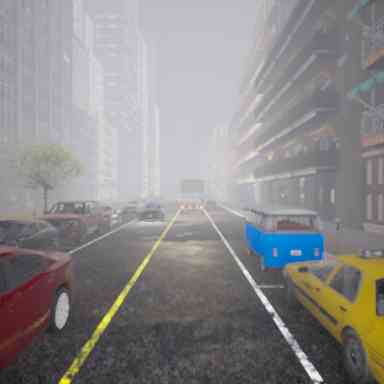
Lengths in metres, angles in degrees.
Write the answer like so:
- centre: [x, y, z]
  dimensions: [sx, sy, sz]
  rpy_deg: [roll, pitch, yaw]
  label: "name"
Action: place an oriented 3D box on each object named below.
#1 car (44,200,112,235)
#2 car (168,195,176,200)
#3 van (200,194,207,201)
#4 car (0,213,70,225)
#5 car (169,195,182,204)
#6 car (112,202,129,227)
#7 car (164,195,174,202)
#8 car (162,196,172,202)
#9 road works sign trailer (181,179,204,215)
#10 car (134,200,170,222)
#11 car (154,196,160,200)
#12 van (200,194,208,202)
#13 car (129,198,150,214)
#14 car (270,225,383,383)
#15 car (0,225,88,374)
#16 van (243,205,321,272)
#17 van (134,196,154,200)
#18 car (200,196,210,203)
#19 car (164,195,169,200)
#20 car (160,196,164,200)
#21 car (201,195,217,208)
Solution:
- centre: [-5.686, 1.315, 15.995]
  dimensions: [2.192, 1.841, 5.009]
  rpy_deg: [0, 0, 0]
  label: "car"
- centre: [-5.654, 1.641, 93.316]
  dimensions: [1.947, 1.339, 4.313]
  rpy_deg: [0, 0, 0]
  label: "car"
- centre: [2.713, 1.368, 60.175]
  dimensions: [1.690, 1.788, 3.998]
  rpy_deg: [0, 0, 0]
  label: "van"
- centre: [-5.688, 1.565, 10.474]
  dimensions: [1.947, 1.339, 4.313]
  rpy_deg: [0, 0, 0]
  label: "car"
- centre: [-2.979, 1.545, 66.862]
  dimensions: [1.812, 1.442, 4.674]
  rpy_deg: [0, 0, 0]
  label: "car"
- centre: [-5.684, 1.552, 21.519]
  dimensions: [2.008, 1.369, 4.403]
  rpy_deg: [0, 0, 0]
  label: "car"
- centre: [-5.659, 1.498, 82.271]
  dimensions: [1.967, 1.590, 4.097]
  rpy_deg: [0, 0, 0]
  label: "car"
- centre: [-5.661, 1.601, 76.747]
  dimensions: [2.008, 1.369, 4.403]
  rpy_deg: [0, 0, 0]
  label: "car"
- centre: [0.015, 0.471, 34.461]
  dimensions: [2.380, 3.560, 2.880]
  rpy_deg: [0, 0, 0]
  label: "road works sign trailer"
- centre: [-3.085, 1.567, 26.596]
  dimensions: [1.994, 1.385, 4.181]
  rpy_deg: [0, 0, 0]
  label: "car"
- centre: [-5.674, 1.556, 43.610]
  dimensions: [1.887, 1.381, 4.507]
  rpy_deg: [0, 0, 0]
  label: "car"
- centre: [2.720, 1.391, 76.743]
  dimensions: [1.690, 1.788, 3.998]
  rpy_deg: [0, 0, 0]
  label: "van"
- centre: [-5.679, 1.557, 32.565]
  dimensions: [2.008, 1.369, 4.403]
  rpy_deg: [0, 0, 0]
  label: "car"
- centre: [2.691, 1.524, 5.116]
  dimensions: [1.752, 1.417, 4.829]
  rpy_deg: [0, 0, 0]
  label: "car"
- centre: [-3.033, 1.477, 3.931]
  dimensions: [1.882, 1.535, 5.008]
  rpy_deg: [0, 0, 1]
  label: "car"
- centre: [2.692, 1.340, 10.470]
  dimensions: [1.690, 1.788, 3.998]
  rpy_deg: [0, 0, 0]
  label: "van"
- centre: [-5.677, 1.350, 38.087]
  dimensions: [1.690, 1.788, 3.998]
  rpy_deg: [0, 0, 0]
  label: "van"
- centre: [2.718, 1.586, 71.220]
  dimensions: [1.887, 1.381, 4.507]
  rpy_deg: [0, 0, 0]
  label: "car"
- centre: [-5.668, 1.467, 60.180]
  dimensions: [1.967, 1.590, 4.097]
  rpy_deg: [0, 0, 0]
  label: "car"
- centre: [-5.672, 1.582, 49.133]
  dimensions: [1.947, 1.339, 4.313]
  rpy_deg: [0, 0, 0]
  label: "car"
- centre: [2.709, 1.567, 49.129]
  dimensions: [2.008, 1.369, 4.403]
  rpy_deg: [0, 0, 0]
  label: "car"
